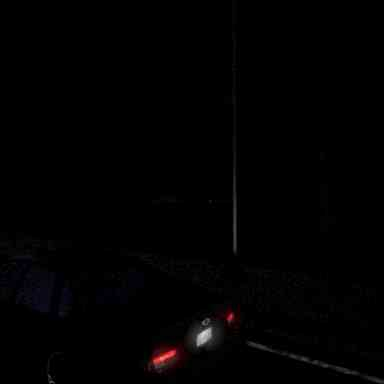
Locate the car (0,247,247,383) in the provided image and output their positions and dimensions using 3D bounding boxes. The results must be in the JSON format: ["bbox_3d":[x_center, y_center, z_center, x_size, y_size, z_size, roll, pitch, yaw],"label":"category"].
[{"bbox_3d":[-1.919,1.567,4.930,5.357,1.411,2.033,0,0,35],"label":"car"}]
